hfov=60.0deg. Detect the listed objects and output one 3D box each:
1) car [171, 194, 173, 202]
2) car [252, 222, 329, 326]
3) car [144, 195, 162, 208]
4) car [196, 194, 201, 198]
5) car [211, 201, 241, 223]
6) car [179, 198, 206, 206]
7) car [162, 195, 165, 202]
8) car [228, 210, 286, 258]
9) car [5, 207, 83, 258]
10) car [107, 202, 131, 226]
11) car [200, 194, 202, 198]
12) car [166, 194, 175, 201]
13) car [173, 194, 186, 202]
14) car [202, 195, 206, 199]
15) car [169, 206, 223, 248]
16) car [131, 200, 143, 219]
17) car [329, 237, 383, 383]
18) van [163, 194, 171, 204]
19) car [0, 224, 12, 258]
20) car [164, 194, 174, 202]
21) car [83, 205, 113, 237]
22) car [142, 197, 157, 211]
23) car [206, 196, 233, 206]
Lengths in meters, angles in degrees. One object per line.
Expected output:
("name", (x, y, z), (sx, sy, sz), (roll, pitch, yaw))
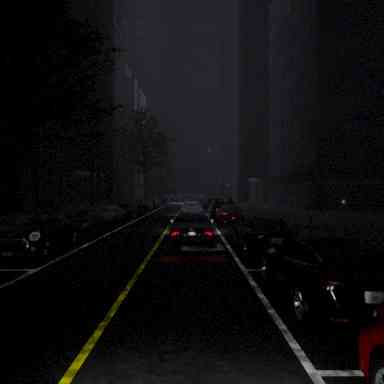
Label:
("car", (-5.858, 1.585, 74.572), (1.967, 1.590, 4.097), (0, 0, 0))
("car", (2.670, 1.568, 6.895), (1.947, 1.339, 4.313), (0, 0, 0))
("car", (-5.856, 1.375, 46.375), (2.192, 1.841, 5.009), (0, 0, 0))
("car", (2.667, 1.712, 80.199), (1.887, 1.381, 4.507), (0, 0, 0))
("car", (2.669, 1.564, 23.811), (1.887, 1.381, 4.507), (0, 0, 0))
("car", (0.000, 1.563, 29.651), (1.812, 1.442, 4.674), (0, 0, 0))
("car", (-5.857, 1.637, 52.015), (1.947, 1.339, 4.313), (0, 0, 0))
("car", (2.670, 1.572, 12.533), (1.947, 1.339, 4.313), (0, 0, 0))
("car", (-5.856, 1.446, 12.537), (1.967, 1.590, 4.097), (0, 0, 0))
("car", (-5.856, 1.545, 23.646), (1.752, 1.417, 4.829), (0, 0, 0))
("car", (3.000, 1.568, 59.769), (1.882, 1.535, 5.008), (0, 0, 0))
("car", (-5.858, 1.528, 91.491), (2.192, 1.841, 5.009), (0, 0, 0))
("car", (-3.000, 1.628, 75.934), (1.812, 1.442, 4.674), (0, 0, 0))
("car", (2.669, 1.365, 40.727), (2.192, 1.841, 5.009), (0, 0, 0))
("car", (0.000, 1.573, 14.651), (2.033, 1.411, 5.357), (0, 0, 0))
("car", (-5.857, 1.595, 29.456), (1.947, 1.339, 4.313), (0, 0, 0))
("car", (2.671, 1.314, 1.257), (2.192, 1.841, 5.009), (0, 0, 0))
("van", (-5.858, 1.464, 68.933), (1.690, 1.788, 3.998), (0, 0, 0))
("car", (-5.856, 1.584, 6.898), (1.802, 1.307, 4.206), (0, 0, 0))
("car", (-5.858, 1.505, 85.852), (2.192, 1.841, 5.009), (0, 0, 0))
("car", (-5.856, 1.594, 18.177), (1.802, 1.307, 4.206), (0, 0, 0))
("car", (-5.857, 1.594, 40.735), (1.887, 1.381, 4.507), (0, 0, 0))
("car", (2.669, 1.344, 29.450), (2.192, 1.841, 5.009), (0, 0, 0))
